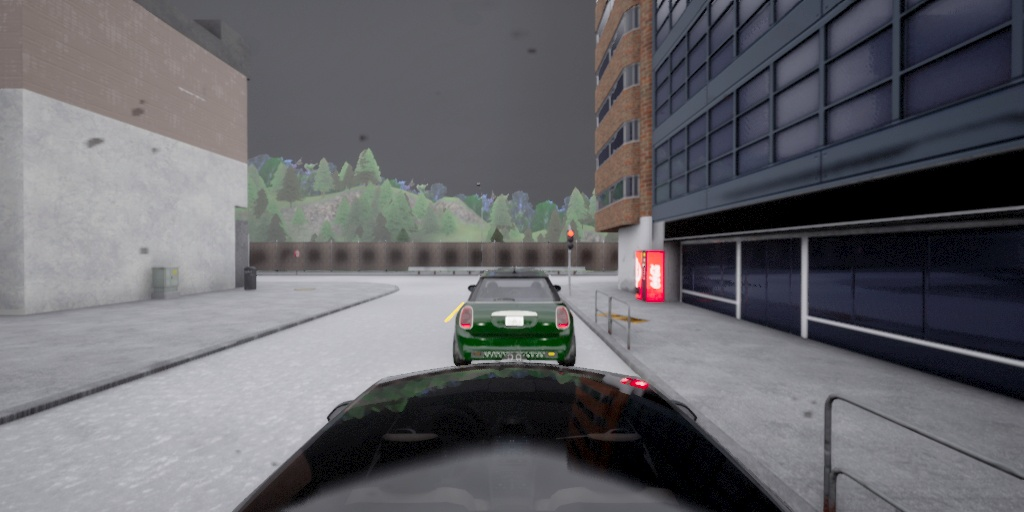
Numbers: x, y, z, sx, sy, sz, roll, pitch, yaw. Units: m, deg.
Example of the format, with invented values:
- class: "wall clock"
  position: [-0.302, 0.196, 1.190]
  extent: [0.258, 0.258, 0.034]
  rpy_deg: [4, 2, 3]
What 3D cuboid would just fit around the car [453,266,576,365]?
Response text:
- class: "car"
  position: [0.055, 1.058, 7.935]
  extent: [2.097, 1.767, 4.553]
  rpy_deg: [0, 0, 0]
